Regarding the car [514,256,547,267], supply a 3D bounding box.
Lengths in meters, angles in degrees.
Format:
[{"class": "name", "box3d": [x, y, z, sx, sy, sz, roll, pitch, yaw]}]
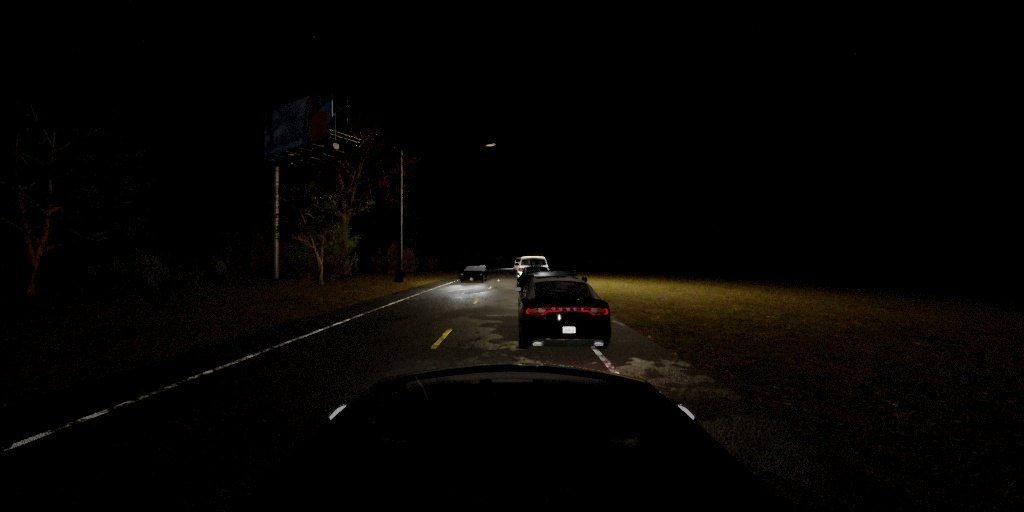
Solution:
[{"class": "car", "box3d": [1.444, 1.044, 25.161, 2.150, 2.045, 5.566, 0, 0, 2]}]

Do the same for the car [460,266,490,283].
[{"class": "car", "box3d": [-2.952, 1.444, 28.909, 1.895, 1.301, 4.718, 0, 0, 2]}]

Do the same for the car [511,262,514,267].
[{"class": "car", "box3d": [1.391, 1.203, 46.506, 2.150, 2.045, 5.566, 0, 0, 4]}]

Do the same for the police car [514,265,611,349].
[{"class": "police car", "box3d": [1.099, 1.184, 9.297, 1.930, 1.638, 5.238, 0, 0, 1]}]

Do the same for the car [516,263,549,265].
[{"class": "car", "box3d": [1.276, 1.296, 19.152, 1.837, 1.490, 4.892, 0, 0, 1]}]
